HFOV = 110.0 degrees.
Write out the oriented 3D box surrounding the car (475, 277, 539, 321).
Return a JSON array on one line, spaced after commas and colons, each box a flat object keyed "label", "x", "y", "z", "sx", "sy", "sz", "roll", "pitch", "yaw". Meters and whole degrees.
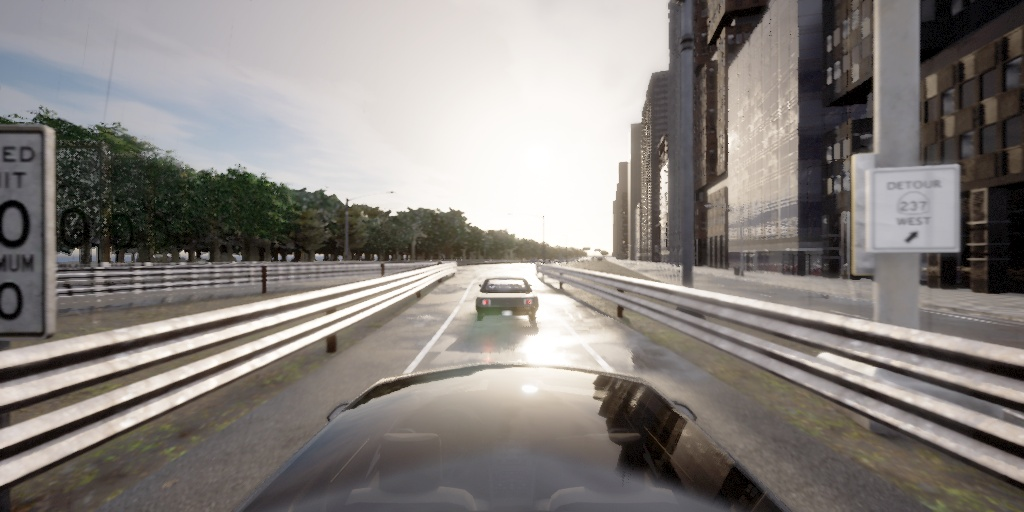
[{"label": "car", "x": -0.240, "y": 1.368, "z": 12.581, "sx": 1.895, "sy": 1.301, "sz": 4.718, "roll": 0, "pitch": 0, "yaw": -3}]
